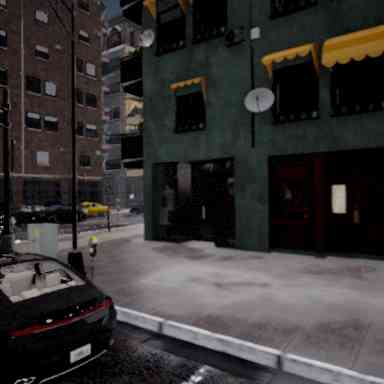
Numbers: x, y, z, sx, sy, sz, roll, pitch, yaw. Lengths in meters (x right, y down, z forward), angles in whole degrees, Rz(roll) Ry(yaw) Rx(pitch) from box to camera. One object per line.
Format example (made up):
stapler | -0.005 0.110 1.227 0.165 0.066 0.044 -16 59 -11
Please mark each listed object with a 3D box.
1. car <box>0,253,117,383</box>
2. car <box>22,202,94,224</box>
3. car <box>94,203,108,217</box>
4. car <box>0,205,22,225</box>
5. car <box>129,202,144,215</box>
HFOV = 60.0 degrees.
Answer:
car | -3.040 1.616 5.039 4.403 1.369 2.008 -1 0 35
car | -9.791 1.618 24.577 1.994 1.385 4.181 -1 0 35
car | -9.522 1.554 29.474 1.752 1.417 4.829 0 1 35
car | -12.609 1.653 25.047 2.008 1.369 4.403 0 1 35
car | -3.802 1.458 33.166 2.033 1.411 5.357 -1 0 35
